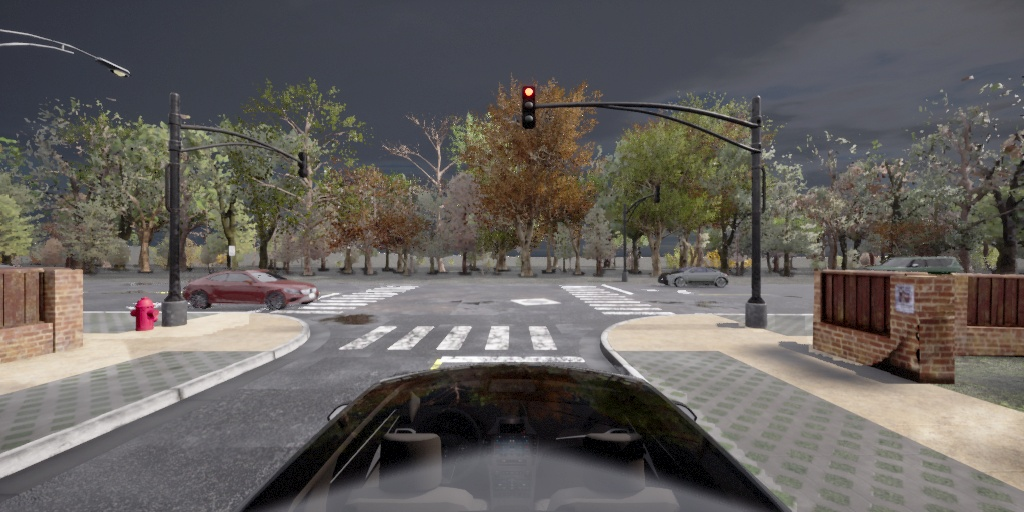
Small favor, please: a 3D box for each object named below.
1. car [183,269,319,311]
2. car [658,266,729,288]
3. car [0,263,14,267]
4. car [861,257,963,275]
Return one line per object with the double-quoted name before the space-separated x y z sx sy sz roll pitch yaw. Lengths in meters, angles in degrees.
"car" -9.920 1.238 13.732 4.674 1.442 1.812 0 0 3
"car" 12.035 1.368 23.951 4.181 1.385 1.994 0 0 0
"car" -31.154 1.141 20.663 4.892 1.490 1.837 0 0 0
"car" 26.531 1.071 23.960 5.566 2.045 2.150 0 0 0
